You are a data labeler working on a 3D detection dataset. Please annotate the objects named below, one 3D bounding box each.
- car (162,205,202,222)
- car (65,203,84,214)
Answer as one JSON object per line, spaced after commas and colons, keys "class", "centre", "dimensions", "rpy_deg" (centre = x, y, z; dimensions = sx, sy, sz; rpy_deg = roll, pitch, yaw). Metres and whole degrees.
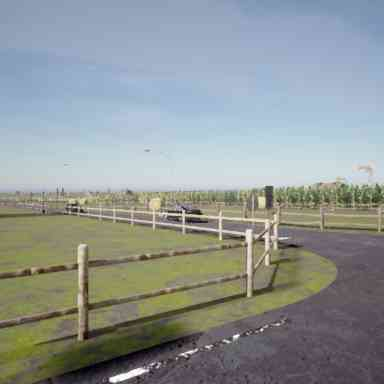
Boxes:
{"class": "car", "centre": [-1.027, 1.950, 30.848], "dimensions": [2.128, 1.511, 4.902], "rpy_deg": [0, -1, -34]}
{"class": "car", "centre": [-17.988, 2.469, 50.706], "dimensions": [1.837, 1.490, 4.892], "rpy_deg": [0, -1, -35]}
